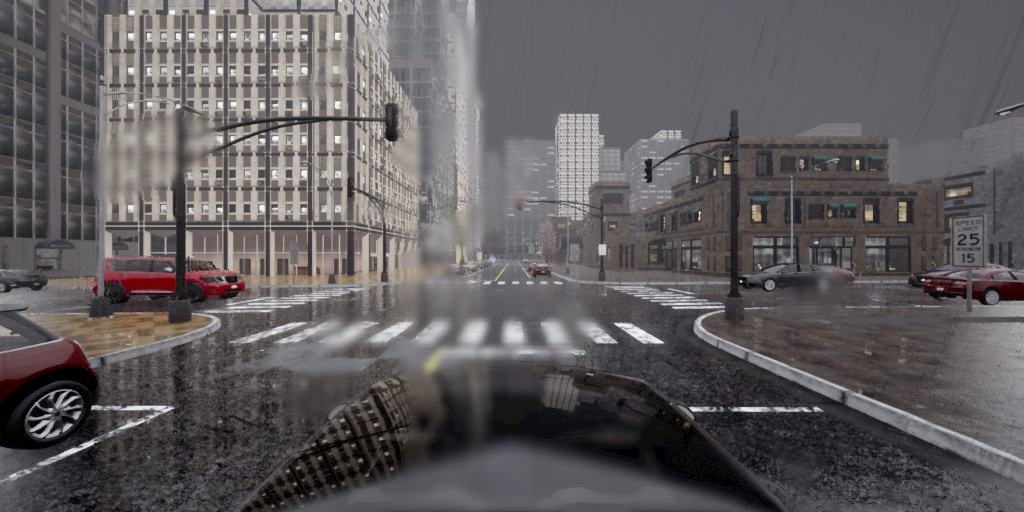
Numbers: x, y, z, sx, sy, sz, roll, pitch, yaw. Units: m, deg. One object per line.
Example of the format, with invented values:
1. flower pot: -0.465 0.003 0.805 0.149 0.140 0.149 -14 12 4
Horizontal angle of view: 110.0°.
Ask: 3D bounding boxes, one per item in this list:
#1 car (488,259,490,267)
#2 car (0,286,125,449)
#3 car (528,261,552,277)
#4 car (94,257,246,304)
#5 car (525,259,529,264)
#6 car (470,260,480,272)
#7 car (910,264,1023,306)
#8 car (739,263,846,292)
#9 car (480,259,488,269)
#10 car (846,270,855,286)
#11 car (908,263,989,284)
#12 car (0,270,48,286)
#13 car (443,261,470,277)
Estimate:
1. car: -5.378 1.347 62.451 1.948 1.339 4.313 0 0 0
2. car: -5.691 1.190 2.281 1.967 1.591 4.097 0 0 0
3. car: 2.859 1.305 34.704 1.888 1.381 4.507 0 0 0
4. car: -15.530 1.064 16.435 5.566 2.045 2.150 0 0 -1
5. car: 2.916 1.350 45.786 1.802 1.307 4.207 0 0 0
6. car: -5.466 1.293 45.659 1.751 1.417 4.829 0 0 0
7. car: 19.136 1.153 14.181 4.507 1.381 1.888 0 0 -1
8. car: 15.143 1.148 19.934 4.892 1.490 1.837 0 0 -1
9. car: -5.406 1.327 56.911 2.007 1.370 4.403 0 0 0
10. car: 19.053 1.203 22.561 4.207 1.307 1.802 0 0 -1
11. car: 24.946 1.142 20.039 4.181 1.385 1.994 0 0 -1
12. car: -31.429 1.509 22.062 4.403 1.370 2.007 0 0 -1
13. car: -5.522 1.342 34.748 1.802 1.307 4.207 0 0 0
